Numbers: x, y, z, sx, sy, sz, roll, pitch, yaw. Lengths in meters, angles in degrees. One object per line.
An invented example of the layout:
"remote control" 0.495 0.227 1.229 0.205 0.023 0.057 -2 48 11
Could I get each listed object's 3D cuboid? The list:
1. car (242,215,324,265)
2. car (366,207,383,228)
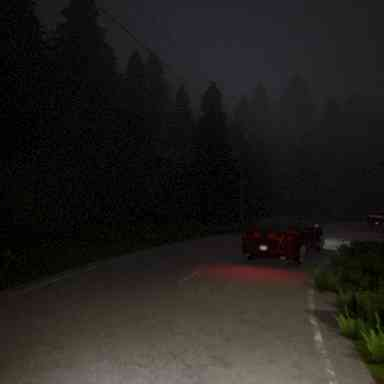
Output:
"car" 3.563 1.606 12.506 1.882 1.535 5.008 -1 -1 32
"car" 13.294 1.714 21.568 4.902 1.511 2.128 0 -1 -33
